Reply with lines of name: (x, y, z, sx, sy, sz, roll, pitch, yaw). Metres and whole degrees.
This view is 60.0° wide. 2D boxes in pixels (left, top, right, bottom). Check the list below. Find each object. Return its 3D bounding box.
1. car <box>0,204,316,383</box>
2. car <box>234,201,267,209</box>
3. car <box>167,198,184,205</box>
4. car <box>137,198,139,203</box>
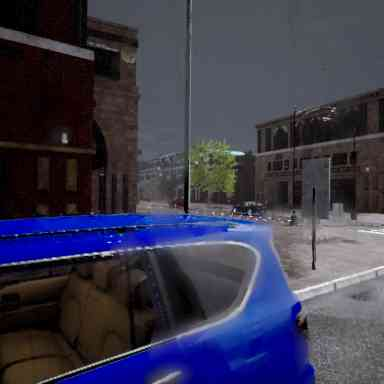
car: (-1.604, 1.221, 1.952, 5.566, 2.045, 2.150, 0, 0, -36)
car: (5.761, 1.628, 33.759, 2.008, 1.369, 4.403, 1, -1, -27)
car: (-2.191, 1.627, 49.300, 1.887, 1.381, 4.507, 1, -1, -27)
car: (-12.227, 1.671, 68.993, 1.802, 1.307, 4.206, 1, -1, -27)
